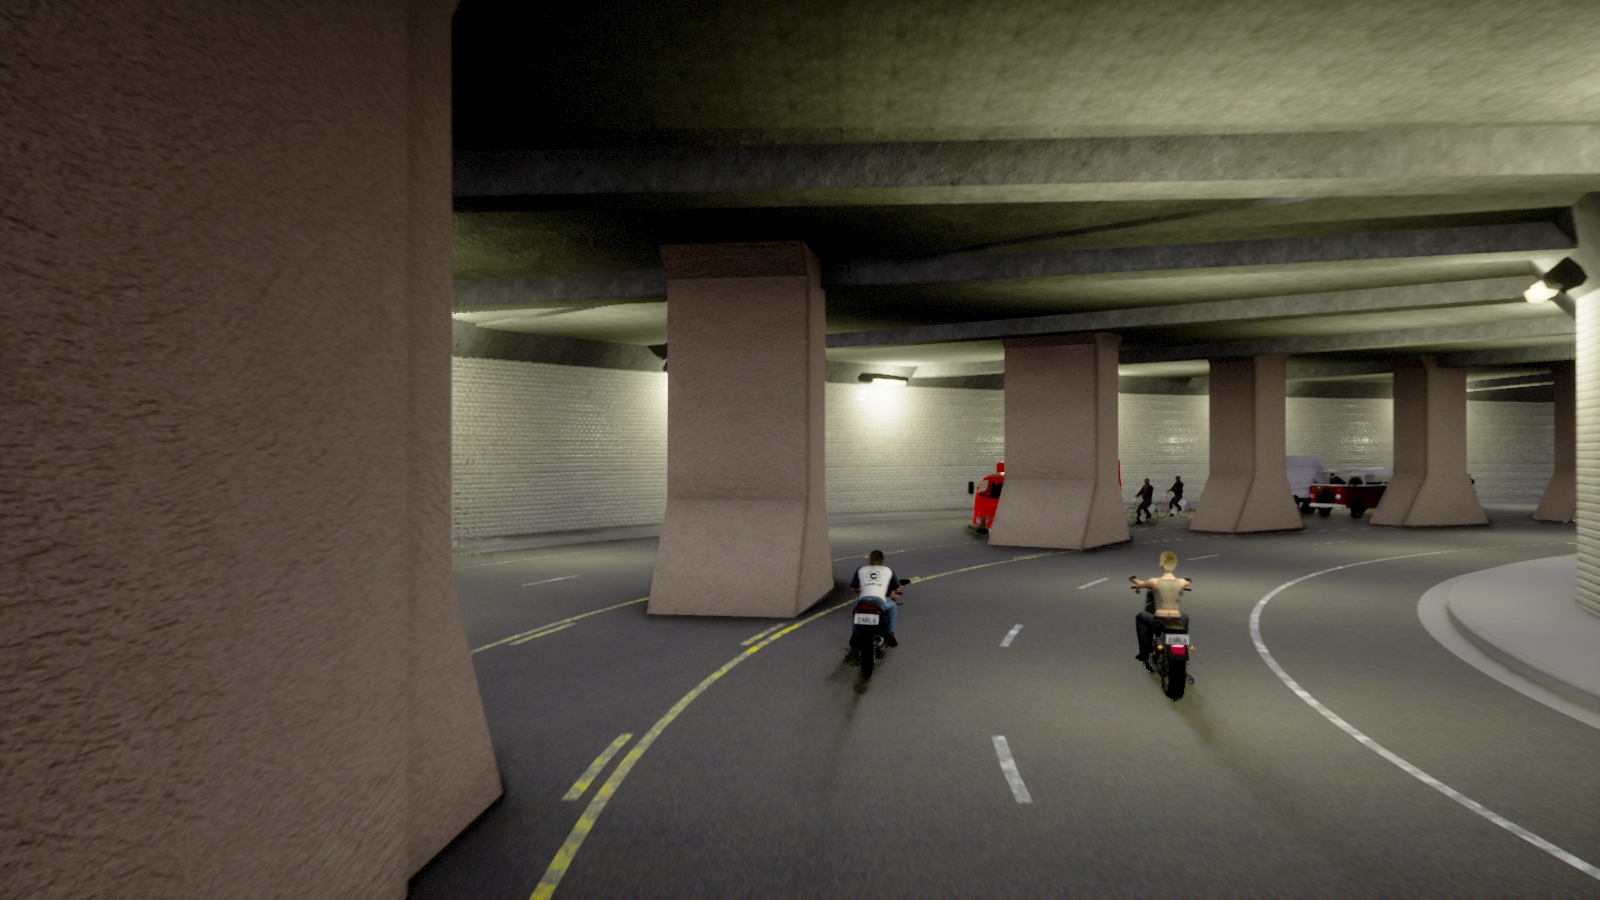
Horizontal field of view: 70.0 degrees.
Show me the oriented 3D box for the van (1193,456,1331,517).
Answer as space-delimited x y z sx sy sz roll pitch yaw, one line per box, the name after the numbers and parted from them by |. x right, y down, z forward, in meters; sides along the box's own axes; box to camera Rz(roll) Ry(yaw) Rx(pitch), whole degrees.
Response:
20.256 1.535 50.032 5.915 2.561 1.988 0 0 -23 | van

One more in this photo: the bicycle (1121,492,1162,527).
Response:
12.581 2.171 42.014 1.835 1.251 0.329 0 0 -33 | bicycle

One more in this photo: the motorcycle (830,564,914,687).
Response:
0.951 2.174 14.548 0.803 1.224 2.033 1 0 10 | motorcycle

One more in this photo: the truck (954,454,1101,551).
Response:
7.850 1.669 39.021 2.627 2.467 5.204 8 9 39 | truck

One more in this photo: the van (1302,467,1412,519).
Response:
23.696 1.784 48.568 4.480 2.038 2.069 0 0 -30 | van

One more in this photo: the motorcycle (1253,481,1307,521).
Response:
19.238 2.034 45.795 2.033 1.505 0.803 0 0 -24 | motorcycle

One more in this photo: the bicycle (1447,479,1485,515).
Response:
28.864 2.045 49.521 1.643 1.521 0.373 0 0 -17 | bicycle
